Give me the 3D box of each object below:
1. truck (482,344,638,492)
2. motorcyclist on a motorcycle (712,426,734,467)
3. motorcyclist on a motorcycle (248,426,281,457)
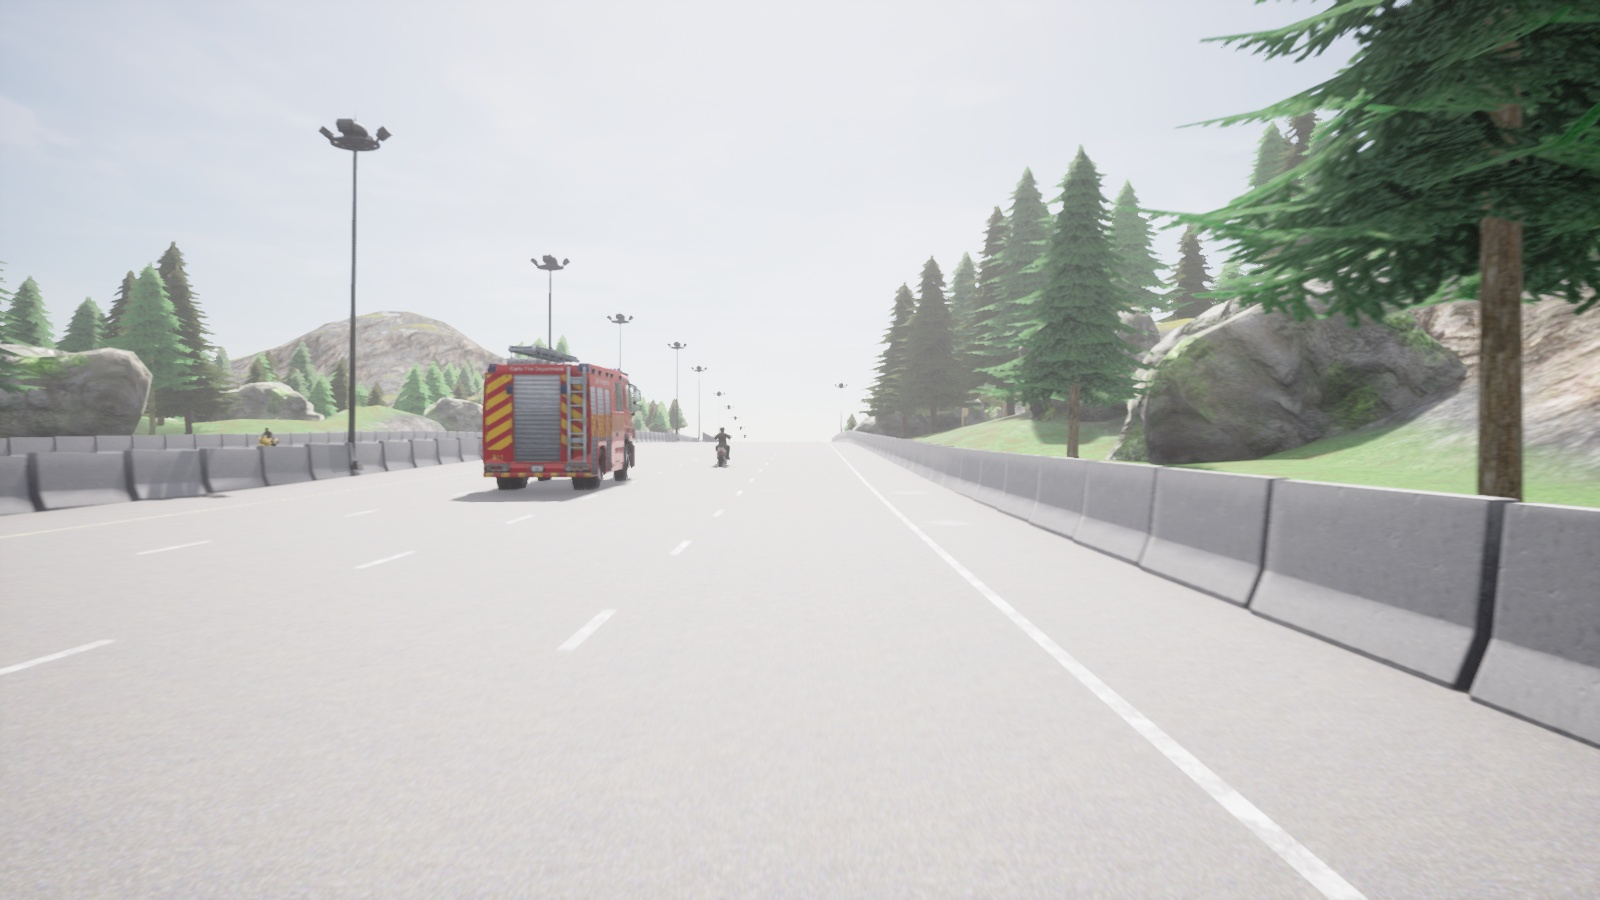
[{"bbox_3d":[-6.774,-0.918,36.794,2.891,3.827,8.468,0,1,0],"label":"truck"},{"bbox_3d":[-3.188,-0.159,51.967,0.766,1.649,2.350,0,1,0],"label":"motorcyclist on a motorcycle"},{"bbox_3d":[-27.615,-0.452,64.819,0.797,1.523,2.044,0,1,0],"label":"motorcyclist on a motorcycle"}]
